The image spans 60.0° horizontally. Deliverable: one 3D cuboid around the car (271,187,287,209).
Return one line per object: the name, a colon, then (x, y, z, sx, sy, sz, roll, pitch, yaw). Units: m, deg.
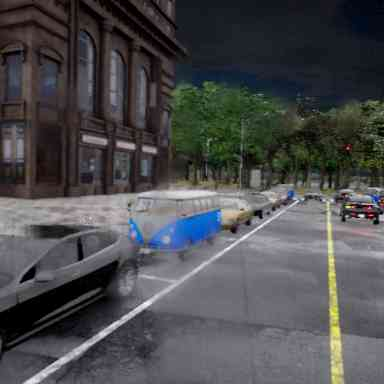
car: (5.728, 0.568, 25.015, 1.752, 1.417, 4.829, 3, 3, 22)

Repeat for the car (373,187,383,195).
car: (13.692, 0.763, 21.967, 2.192, 1.841, 5.009, 3, 3, 22)

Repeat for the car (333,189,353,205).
car: (15.122, 0.511, 32.806, 1.837, 1.490, 4.892, 3, 2, 21)

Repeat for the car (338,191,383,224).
car: (9.793, 0.929, 19.589, 1.837, 1.490, 4.892, 3, 3, 23)

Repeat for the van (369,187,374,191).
van: (15.737, 0.632, 27.003, 1.690, 1.788, 3.998, 3, 3, 22)

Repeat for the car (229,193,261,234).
car: (1.634, 0.884, 14.944, 1.752, 1.417, 4.829, 3, 3, 22)

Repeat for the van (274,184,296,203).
van: (9.891, 0.065, 35.234, 1.690, 1.788, 3.998, 3, 3, 22)

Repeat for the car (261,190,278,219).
car: (3.744, 0.761, 20.139, 1.947, 1.339, 4.313, 3, 3, 22)

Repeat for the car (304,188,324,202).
car: (13.908, 0.292, 37.811, 2.033, 1.411, 5.357, 3, 3, 22)

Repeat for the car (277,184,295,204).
car: (7.841, 0.321, 30.203, 1.967, 1.590, 4.097, 3, 3, 22)

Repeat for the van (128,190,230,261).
van: (-0.342, 0.853, 10.058, 1.690, 1.788, 3.998, 3, 3, 22)

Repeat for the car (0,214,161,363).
car: (-2.396, 1.236, 5.033, 1.947, 1.339, 4.313, 3, 3, 22)

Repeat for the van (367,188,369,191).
van: (17.784, 0.475, 32.039, 1.690, 1.788, 3.998, 3, 3, 22)
